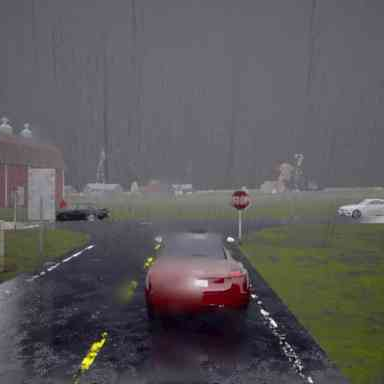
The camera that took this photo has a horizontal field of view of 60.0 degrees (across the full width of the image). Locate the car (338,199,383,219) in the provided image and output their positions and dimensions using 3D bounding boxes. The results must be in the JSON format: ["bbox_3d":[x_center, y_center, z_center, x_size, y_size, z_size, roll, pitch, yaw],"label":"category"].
[{"bbox_3d":[13.983,1.283,26.256,4.674,1.442,1.812,-1,0,-4],"label":"car"}]

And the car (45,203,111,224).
[{"bbox_3d":[-8.962,1.620,26.079,5.008,1.535,1.882,-1,0,3],"label":"car"}]

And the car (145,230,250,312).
[{"bbox_3d":[0.087,1.565,7.799,1.994,1.385,4.181,0,0,-1],"label":"car"}]

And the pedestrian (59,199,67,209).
[{"bbox_3d":[-11.273,1.491,29.142,0.375,1.860,0.375,0,0,4],"label":"pedestrian"}]
